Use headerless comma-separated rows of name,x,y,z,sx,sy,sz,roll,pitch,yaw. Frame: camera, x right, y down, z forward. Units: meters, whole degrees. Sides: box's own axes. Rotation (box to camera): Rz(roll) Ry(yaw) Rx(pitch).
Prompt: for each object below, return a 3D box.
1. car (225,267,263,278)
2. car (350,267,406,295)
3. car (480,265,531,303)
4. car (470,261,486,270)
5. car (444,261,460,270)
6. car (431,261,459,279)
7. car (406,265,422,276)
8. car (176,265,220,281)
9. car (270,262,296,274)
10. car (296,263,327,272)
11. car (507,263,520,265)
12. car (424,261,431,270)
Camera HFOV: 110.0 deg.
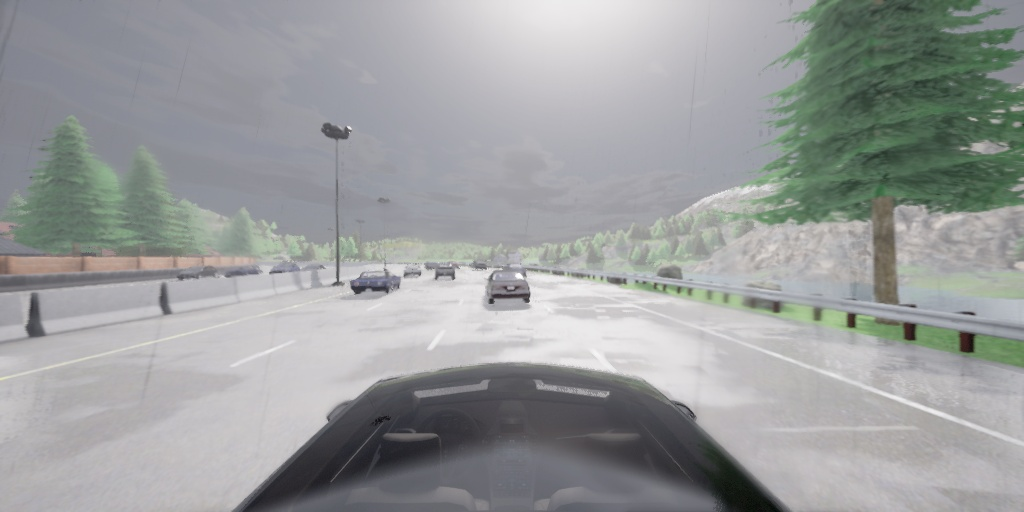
car,-29.336,1.814,39.388,1.895,1.301,4.718,-1,0,-14
car,-7.820,1.511,21.110,1.895,1.301,4.718,-1,0,-7
car,-0.304,1.361,17.144,2.033,1.411,5.357,-1,0,-6
car,-5.517,1.537,58.305,1.837,1.490,4.892,1,0,-19
car,-10.469,1.624,61.863,1.812,1.442,4.674,0,0,-21
car,-6.706,1.447,35.685,2.128,1.511,4.902,0,0,-12
car,-11.216,1.624,40.715,1.895,1.301,4.718,-1,0,-14
car,-32.403,1.743,37.185,1.837,1.490,4.892,0,0,-14
car,-26.377,1.544,41.857,2.097,1.767,4.553,-1,0,-14
car,-22.499,1.650,40.806,1.837,1.490,4.892,-1,0,-14
car,0.131,1.450,36.901,1.994,1.385,4.181,0,0,-12
car,-13.881,1.623,61.042,2.128,1.511,4.902,0,0,-21
